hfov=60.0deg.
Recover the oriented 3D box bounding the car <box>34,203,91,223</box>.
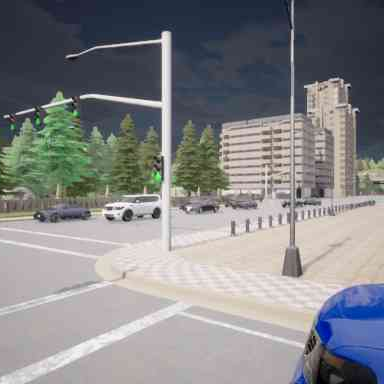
[{"bbox_3d":[-9.950,1.564,25.771,1.994,1.385,4.181,0,0,35],"label":"car"}]

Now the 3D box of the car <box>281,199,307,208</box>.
[{"bbox_3d":[14.431,1.601,47.576,1.895,1.301,4.718,0,0,35],"label":"car"}]

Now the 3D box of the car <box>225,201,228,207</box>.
[{"bbox_3d":[6.511,1.564,48.799,1.994,1.385,4.181,0,0,36],"label":"car"}]

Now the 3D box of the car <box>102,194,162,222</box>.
[{"bbox_3d":[-4.657,1.221,27.166,2.150,2.045,5.566,0,0,35],"label":"car"}]

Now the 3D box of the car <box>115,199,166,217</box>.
[{"bbox_3d":[-4.988,1.491,32.732,2.128,1.511,4.902,0,0,35],"label":"car"}]

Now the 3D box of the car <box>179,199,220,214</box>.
[{"bbox_3d":[1.106,1.491,35.247,2.128,1.511,4.902,0,0,36],"label":"car"}]

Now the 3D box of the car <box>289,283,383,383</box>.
[{"bbox_3d":[3.350,1.221,1.577,5.566,2.045,2.150,0,0,36],"label":"car"}]

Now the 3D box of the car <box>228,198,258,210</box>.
[{"bbox_3d":[6.931,1.564,43.390,1.994,1.385,4.181,0,0,36],"label":"car"}]

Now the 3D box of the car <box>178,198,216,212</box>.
[{"bbox_3d":[0.688,1.547,40.689,2.033,1.411,5.357,0,0,36],"label":"car"}]

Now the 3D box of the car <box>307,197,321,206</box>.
[{"bbox_3d":[20.214,1.564,55.688,1.994,1.385,4.181,0,0,35],"label":"car"}]
